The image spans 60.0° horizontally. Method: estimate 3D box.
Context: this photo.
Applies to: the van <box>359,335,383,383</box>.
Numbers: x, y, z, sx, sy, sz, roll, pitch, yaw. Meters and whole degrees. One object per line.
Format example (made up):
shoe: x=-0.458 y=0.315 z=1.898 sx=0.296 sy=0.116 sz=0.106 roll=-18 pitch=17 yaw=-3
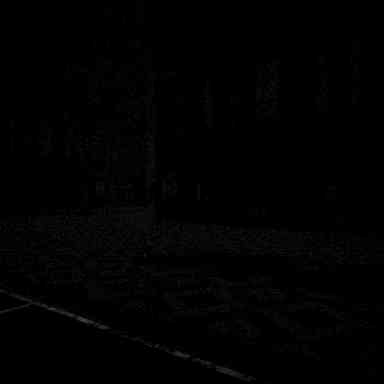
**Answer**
van: x=2.692 y=1.341 z=1.063 sx=3.998 sy=1.788 sz=1.690 roll=0 pitch=0 yaw=35
